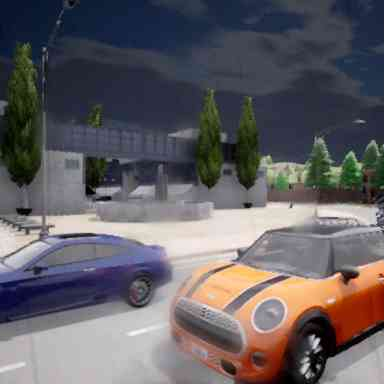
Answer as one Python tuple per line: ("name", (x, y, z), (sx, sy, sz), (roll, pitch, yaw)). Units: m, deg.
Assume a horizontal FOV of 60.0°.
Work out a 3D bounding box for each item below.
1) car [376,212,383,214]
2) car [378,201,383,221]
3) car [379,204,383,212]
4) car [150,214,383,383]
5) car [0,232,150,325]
("car", (5.053, 1.622, 12.293), (5.357, 1.411, 2.033), (0, 0, -39))
("car", (17.526, 1.647, 28.859), (1.882, 1.535, 5.008), (0, 0, 22))
("car", (12.234, 1.621, 19.740), (1.837, 1.490, 4.892), (0, 0, 36))
("car", (1.861, 1.387, 5.504), (4.553, 1.767, 2.097), (0, 0, -38))
("car", (-2.557, 1.570, 6.523), (4.674, 1.442, 1.812), (0, 0, -36))
